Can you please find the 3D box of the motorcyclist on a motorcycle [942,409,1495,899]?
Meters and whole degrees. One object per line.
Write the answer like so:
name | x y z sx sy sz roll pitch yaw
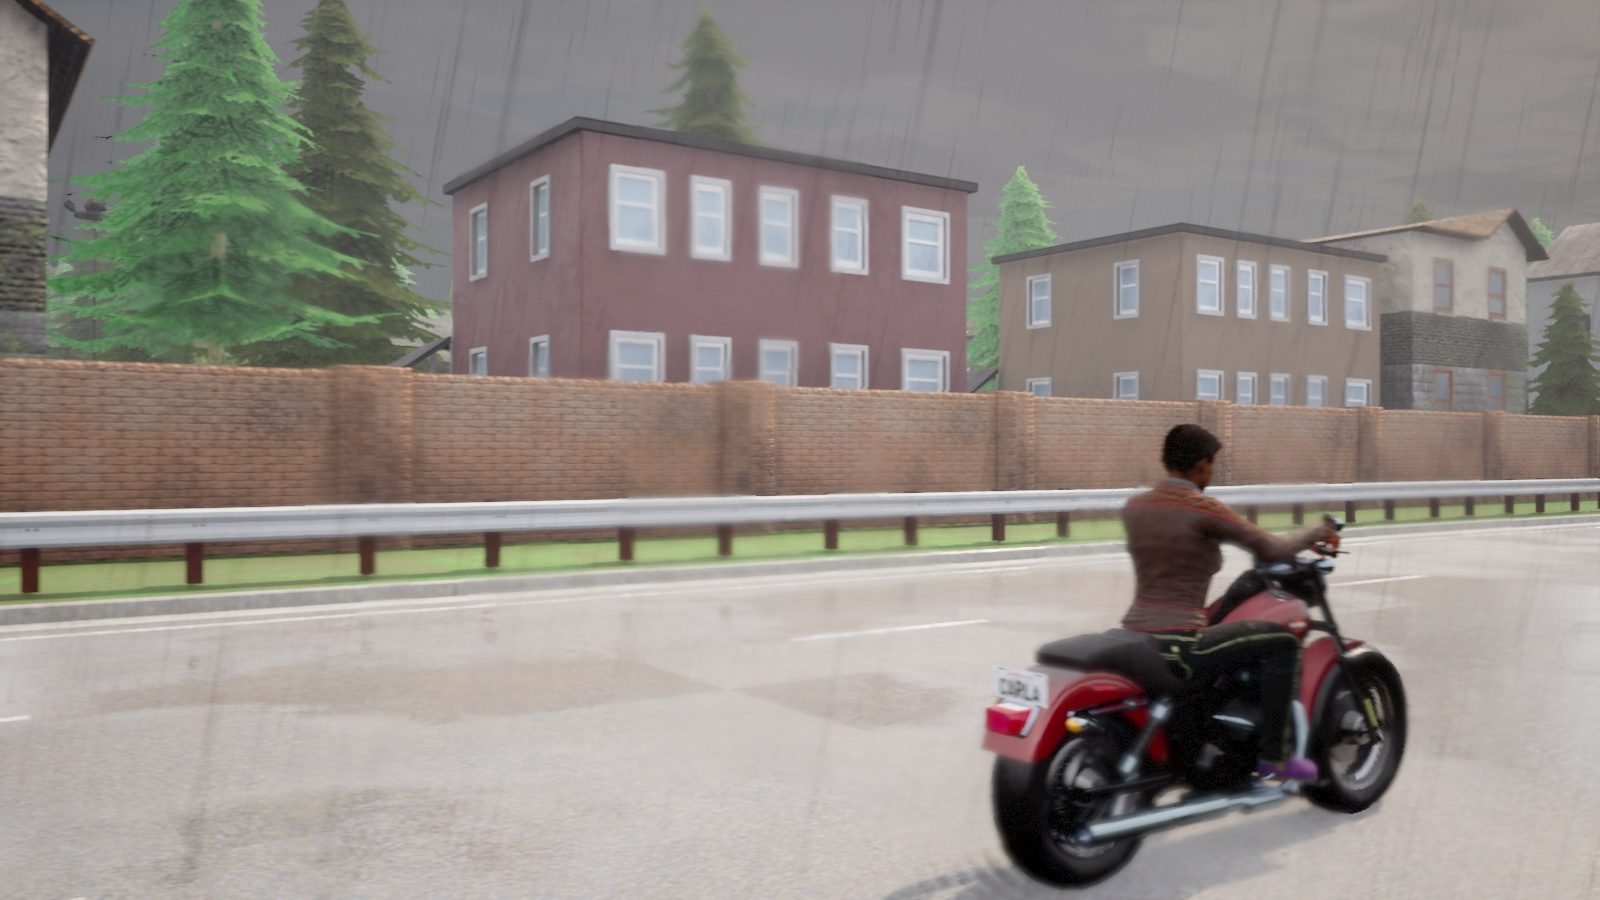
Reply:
motorcyclist on a motorcycle | 1.689 0.703 4.834 2.350 1.649 0.766 0 0 -35
